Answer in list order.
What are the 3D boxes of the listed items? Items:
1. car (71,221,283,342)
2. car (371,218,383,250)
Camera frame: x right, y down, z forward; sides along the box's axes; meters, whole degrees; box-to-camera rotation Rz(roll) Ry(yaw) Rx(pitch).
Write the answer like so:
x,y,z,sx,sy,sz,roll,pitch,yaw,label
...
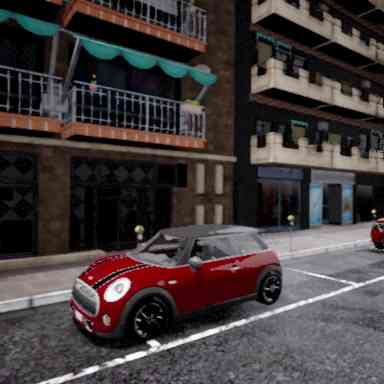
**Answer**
x,y,z,sx,sy,sz,roll,pitch,yaw,label
-0.159,1.432,6.431,4.097,1.590,1.967,0,1,-35,car
9.061,1.279,13.004,5.009,1.841,2.192,0,1,-35,car
